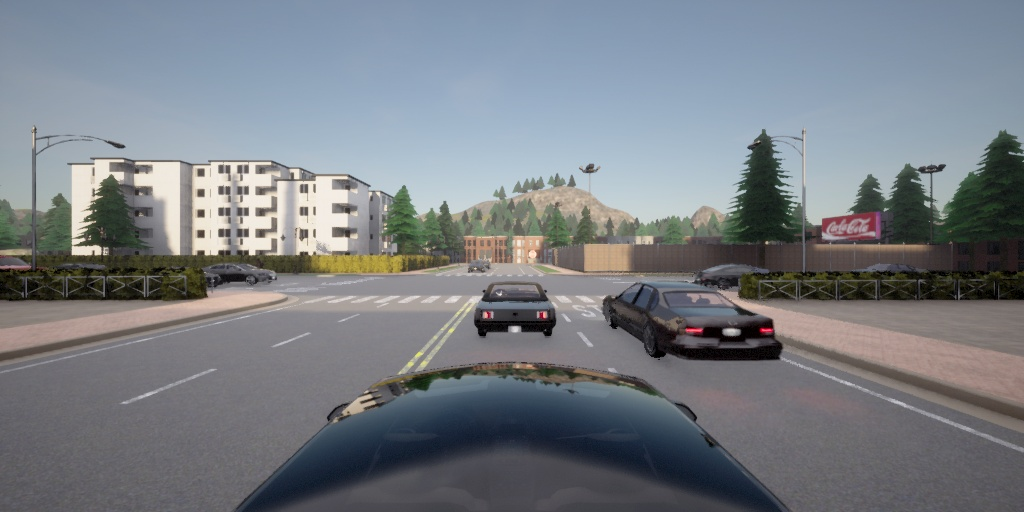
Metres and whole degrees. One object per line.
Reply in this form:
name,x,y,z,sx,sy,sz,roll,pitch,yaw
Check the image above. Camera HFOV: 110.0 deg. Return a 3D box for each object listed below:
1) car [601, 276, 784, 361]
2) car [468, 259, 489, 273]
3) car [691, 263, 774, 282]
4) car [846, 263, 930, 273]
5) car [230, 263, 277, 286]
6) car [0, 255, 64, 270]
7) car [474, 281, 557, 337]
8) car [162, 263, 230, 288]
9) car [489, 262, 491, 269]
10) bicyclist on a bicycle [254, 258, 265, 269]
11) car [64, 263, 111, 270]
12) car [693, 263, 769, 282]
car,3.600,1.297,8.389,2.033,1.411,5.357,0,0,0
car,-4.227,1.238,43.403,1.837,1.490,4.892,0,0,0
car,17.427,1.297,28.492,5.357,1.411,2.033,0,0,0
car,29.735,1.298,28.389,5.357,1.411,2.033,0,0,0
car,-19.105,1.241,24.971,4.902,1.511,2.128,0,0,-2
car,-31.052,0.969,21.406,5.566,2.045,2.150,0,0,0
car,0.079,1.351,10.245,1.895,1.301,4.718,0,0,0
car,-19.882,1.314,21.421,4.181,1.385,1.994,0,0,0
car,-4.229,1.225,53.718,2.128,1.511,4.902,0,0,0
bicyclist on a bicycle,-25.273,1.051,35.896,0.582,1.620,1.656,0,0,0
car,-29.489,1.242,24.902,4.902,1.511,2.128,0,0,0
car,13.538,1.276,21.541,4.674,1.442,1.812,0,0,1
